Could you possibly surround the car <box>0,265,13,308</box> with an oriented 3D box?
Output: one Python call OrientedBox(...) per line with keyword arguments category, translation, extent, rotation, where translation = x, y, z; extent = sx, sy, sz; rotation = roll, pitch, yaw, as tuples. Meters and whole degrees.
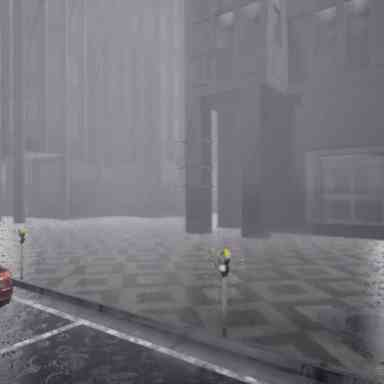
OrientedBox(category="car", translation=(-5.202, 1.644, 6.674), extent=(4.206, 1.307, 1.802), rotation=(-1, 0, 36))
